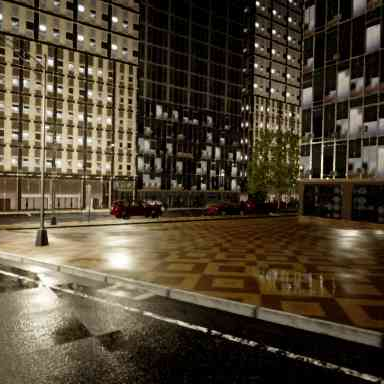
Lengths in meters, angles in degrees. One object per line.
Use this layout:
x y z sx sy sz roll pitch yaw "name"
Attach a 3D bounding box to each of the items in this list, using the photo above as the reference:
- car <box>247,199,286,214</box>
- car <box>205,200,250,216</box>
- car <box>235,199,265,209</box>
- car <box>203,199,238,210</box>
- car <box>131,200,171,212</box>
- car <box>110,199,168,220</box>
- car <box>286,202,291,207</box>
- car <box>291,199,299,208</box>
8.729 1.780 41.187 5.009 1.841 2.192 1 1 -34 "car"
4.052 1.963 37.981 4.507 1.381 1.887 1 1 -34 "car"
8.936 1.869 50.896 4.313 1.339 1.947 1 1 -34 "car"
4.124 1.781 47.589 4.829 1.417 1.752 1 1 -34 "car"
-5.081 1.716 41.264 4.403 1.369 2.008 1 1 -34 "car"
-5.287 1.642 31.556 5.009 1.841 2.192 1 1 -34 "car"
13.607 1.931 54.107 4.206 1.307 1.802 1 1 -34 "car"
18.280 1.962 57.317 4.313 1.339 1.947 1 1 -34 "car"
